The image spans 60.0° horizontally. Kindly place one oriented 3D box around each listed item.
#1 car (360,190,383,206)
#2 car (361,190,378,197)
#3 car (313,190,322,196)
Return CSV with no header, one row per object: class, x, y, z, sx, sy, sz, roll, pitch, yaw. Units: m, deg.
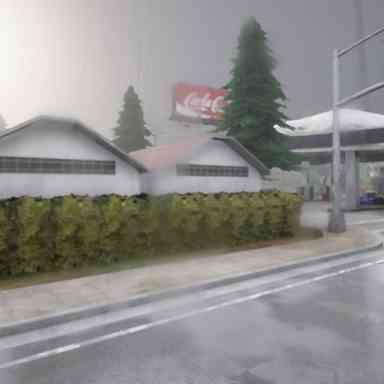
car,21.968,0.882,40.073,4.611,1.667,2.242,-1,1,-36
car,43.117,0.330,80.827,4.674,1.442,1.812,-1,1,-36
car,33.087,0.181,89.550,2.152,1.636,5.027,-1,1,-36
